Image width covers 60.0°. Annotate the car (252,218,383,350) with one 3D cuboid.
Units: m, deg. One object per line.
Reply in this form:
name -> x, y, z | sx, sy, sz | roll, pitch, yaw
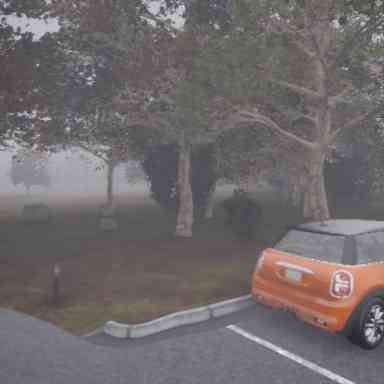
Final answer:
car -> 3.385, 1.315, 6.445 | 4.553, 1.767, 2.185 | -1, 2, -33
